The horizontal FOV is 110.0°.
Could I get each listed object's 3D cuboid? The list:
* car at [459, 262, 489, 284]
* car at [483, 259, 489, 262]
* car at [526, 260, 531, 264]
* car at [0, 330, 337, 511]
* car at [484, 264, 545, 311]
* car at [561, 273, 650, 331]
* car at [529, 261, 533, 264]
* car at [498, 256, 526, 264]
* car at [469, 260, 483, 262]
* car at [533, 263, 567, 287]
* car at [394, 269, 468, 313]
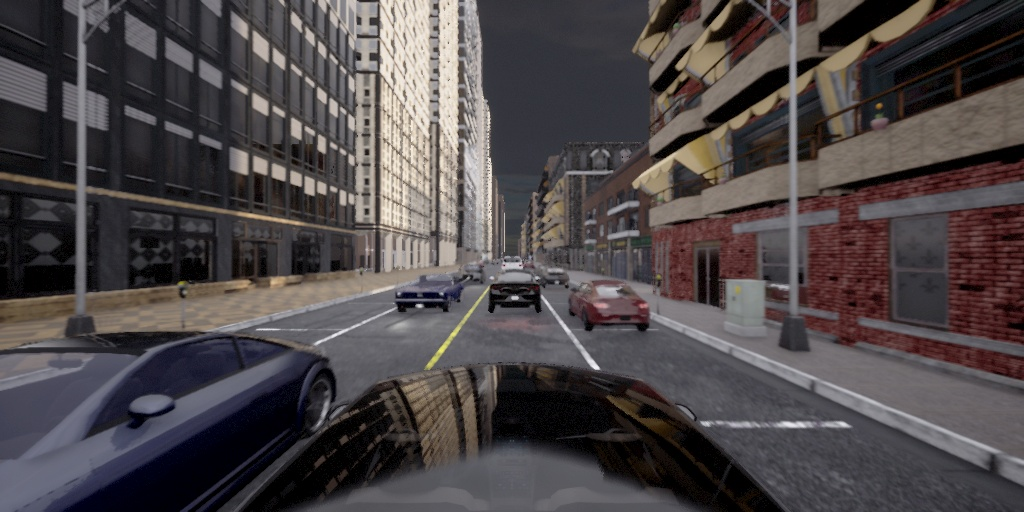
[{"bbox_3d":[-3.075,1.370,27.401,1.994,1.385,4.181,0,0,0],"label":"car"},{"bbox_3d":[-5.684,1.441,63.209,1.888,1.381,4.507,0,0,0],"label":"car"},{"bbox_3d":[2.696,1.465,57.559,1.802,1.307,4.207,0,0,0],"label":"car"},{"bbox_3d":[-3.099,1.317,2.623,1.994,1.385,4.181,0,0,0],"label":"car"},{"bbox_3d":[0.101,1.256,14.553,1.882,1.535,5.008,0,0,0],"label":"car"},{"bbox_3d":[2.741,1.353,10.751,1.802,1.307,4.207,0,0,0],"label":"car"},{"bbox_3d":[2.694,1.363,29.316,2.007,1.370,4.403,0,0,0],"label":"car"},{"bbox_3d":[0.038,1.052,36.393,2.150,2.045,5.566,0,0,0],"label":"car"},{"bbox_3d":[-5.684,1.416,51.911,2.007,1.370,4.403,0,0,0],"label":"car"},{"bbox_3d":[2.692,1.350,23.668,2.007,1.370,4.403,0,0,0],"label":"car"},{"bbox_3d":[-3.095,1.378,14.264,1.895,1.301,4.718,0,0,0],"label":"car"}]
